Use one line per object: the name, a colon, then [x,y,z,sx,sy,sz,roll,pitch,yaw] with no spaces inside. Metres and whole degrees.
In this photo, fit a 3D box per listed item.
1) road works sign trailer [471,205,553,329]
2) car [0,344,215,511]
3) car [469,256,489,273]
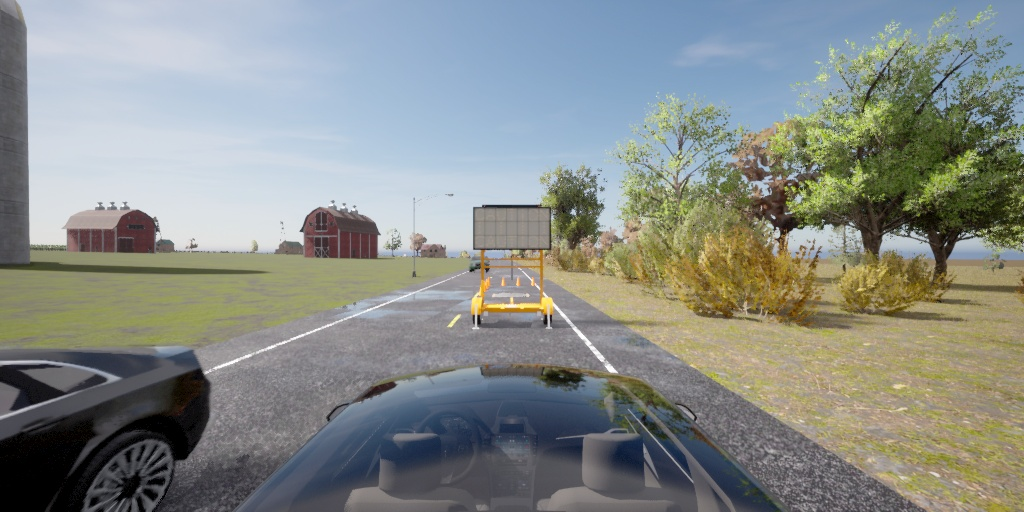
road works sign trailer: [0.000,0.213,11.192,2.380,3.560,2.880,0,0,0]
car: [-3.604,1.241,1.159,2.128,1.511,4.902,0,0,0]
car: [-3.915,0.969,43.331,2.150,2.045,5.566,0,0,-1]
